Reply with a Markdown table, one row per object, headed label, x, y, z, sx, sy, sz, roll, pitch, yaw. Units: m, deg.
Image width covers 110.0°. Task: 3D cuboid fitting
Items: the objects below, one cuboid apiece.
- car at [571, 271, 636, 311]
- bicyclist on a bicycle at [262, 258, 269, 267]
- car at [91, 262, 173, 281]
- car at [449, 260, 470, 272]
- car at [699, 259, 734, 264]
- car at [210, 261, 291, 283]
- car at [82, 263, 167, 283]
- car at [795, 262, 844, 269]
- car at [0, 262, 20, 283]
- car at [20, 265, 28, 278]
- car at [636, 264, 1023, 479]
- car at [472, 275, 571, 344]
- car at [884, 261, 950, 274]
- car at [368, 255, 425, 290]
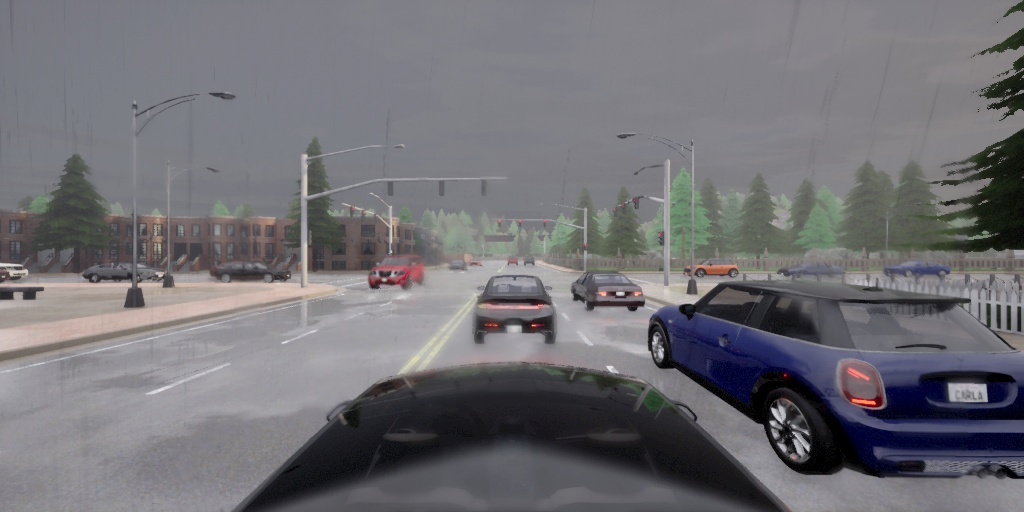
| label | x | y | z | sx | sy | sz | roll | pitch | yaw |
| --- | --- | --- | --- | --- | --- | --- | --- | --- | --- |
| car | 3.606 | 1.297 | 14.376 | 2.033 | 1.411 | 5.357 | 0 | 0 | 0 |
| bicyclist on a bicycle | -28.748 | 1.053 | 41.670 | 0.582 | 1.620 | 1.656 | 0 | 0 | -1 |
| car | -31.917 | 1.276 | 30.224 | 4.674 | 1.442 | 1.812 | 0 | 0 | -7 |
| car | -7.017 | 1.254 | 46.980 | 1.837 | 1.490 | 4.892 | 0 | 0 | 0 |
| car | 18.764 | 1.102 | 33.963 | 4.553 | 1.767 | 2.097 | 0 | 0 | 0 |
| car | -19.510 | 1.228 | 27.219 | 5.008 | 1.535 | 1.882 | 0 | 0 | -1 |
| car | -29.007 | 1.241 | 26.946 | 4.902 | 1.511 | 2.128 | 0 | 0 | -4 |
| car | 28.289 | 1.297 | 33.933 | 5.357 | 1.411 | 2.033 | 0 | 0 | 1 |
| car | -39.175 | 1.228 | 25.224 | 5.008 | 1.535 | 1.882 | 0 | 0 | -18 |
| car | -42.179 | 0.971 | 27.894 | 5.566 | 2.045 | 2.150 | 0 | 0 | -21 |
| car | 3.607 | 1.102 | 4.958 | 2.097 | 1.767 | 4.553 | 0 | 0 | 0 |
| car | 0.076 | 1.242 | 9.549 | 2.128 | 1.511 | 4.902 | 0 | 0 | 1 |
| car | 38.167 | 1.228 | 33.901 | 5.008 | 1.535 | 1.882 | 0 | 0 | 0 |
| car | -7.061 | 0.971 | 22.588 | 2.150 | 2.045 | 5.566 | 0 | 0 | 0 |
